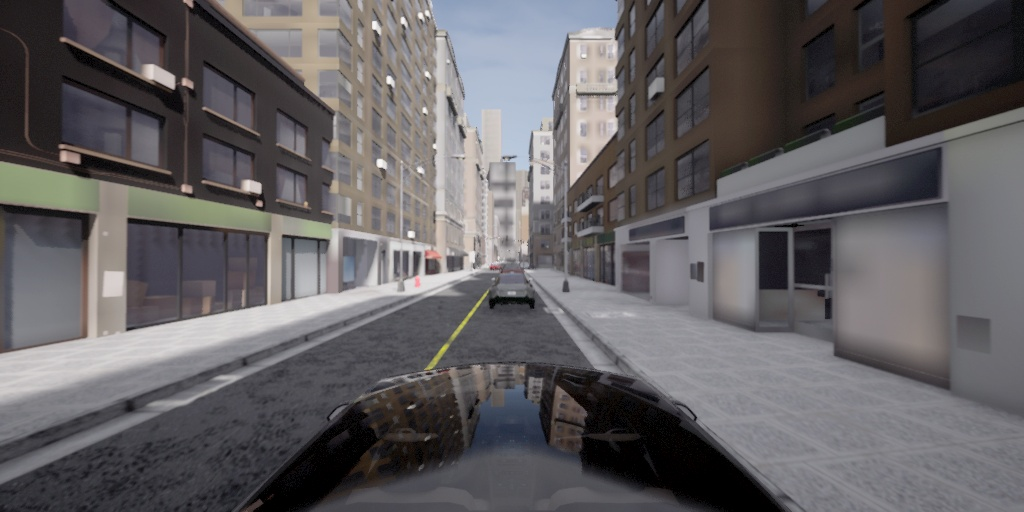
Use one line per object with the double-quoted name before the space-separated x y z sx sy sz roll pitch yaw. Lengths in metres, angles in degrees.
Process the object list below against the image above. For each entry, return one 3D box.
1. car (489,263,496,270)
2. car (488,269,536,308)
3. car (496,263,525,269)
"car" -2.997 1.926 63.109 1.895 1.301 4.718 0 -1 0
"car" 0.005 1.456 16.154 1.994 1.385 4.181 0 0 0
"car" 0.006 1.386 30.920 2.097 1.767 4.553 0 -1 0
